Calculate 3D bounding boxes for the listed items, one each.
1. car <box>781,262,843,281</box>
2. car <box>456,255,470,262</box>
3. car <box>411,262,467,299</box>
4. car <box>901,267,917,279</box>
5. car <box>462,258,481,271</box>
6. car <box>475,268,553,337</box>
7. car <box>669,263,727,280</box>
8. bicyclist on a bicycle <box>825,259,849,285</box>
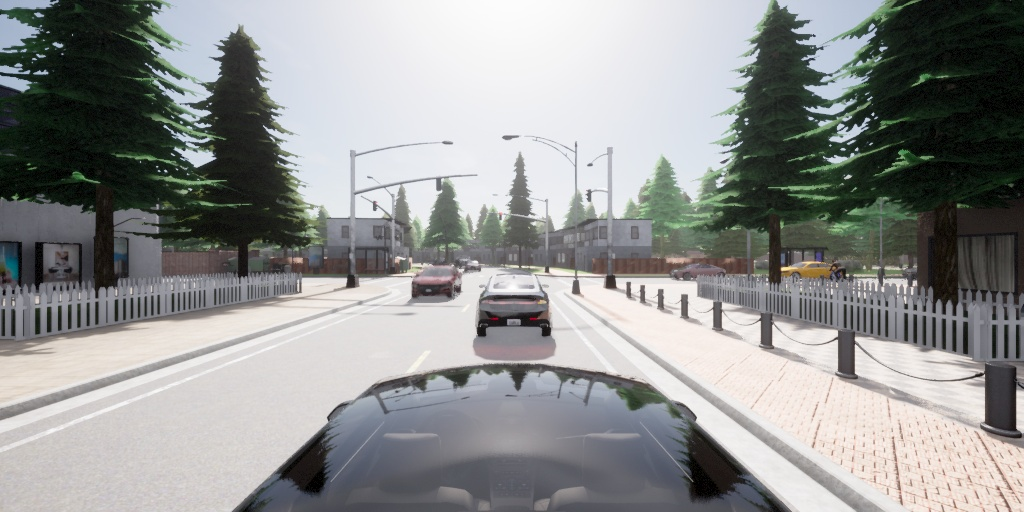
[{"bbox_3d":[24.175,1.212,29.341,5.008,1.535,1.882,0,0,2],"label":"car"},{"bbox_3d":[-7.971,0.932,59.453,2.150,2.045,5.566,0,1,-19],"label":"car"},{"bbox_3d":[-3.663,1.228,18.124,1.882,1.535,5.008,0,0,-1],"label":"car"},{"bbox_3d":[34.623,1.239,29.018,4.892,1.490,1.837,0,0,2],"label":"car"},{"bbox_3d":[-4.944,1.279,45.409,1.994,1.385,4.181,0,0,-7],"label":"car"},{"bbox_3d":[0.056,1.242,10.291,2.128,1.511,4.902,0,0,0],"label":"car"},{"bbox_3d":[15.295,1.299,29.595,4.181,1.385,1.994,0,0,2],"label":"car"},{"bbox_3d":[19.886,1.035,21.978,0.582,1.620,1.656,0,0,2],"label":"bicyclist on a bicycle"}]
